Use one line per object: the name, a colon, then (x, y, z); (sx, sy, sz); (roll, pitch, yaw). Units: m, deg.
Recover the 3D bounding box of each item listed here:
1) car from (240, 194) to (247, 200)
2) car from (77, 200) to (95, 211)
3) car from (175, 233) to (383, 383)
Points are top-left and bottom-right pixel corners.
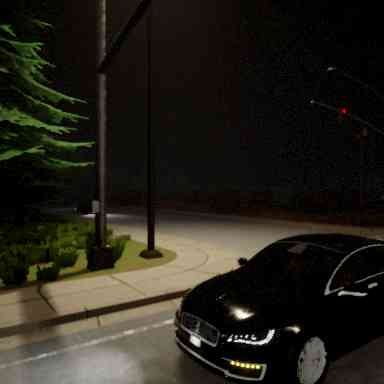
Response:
car: (11.241, 1.216, 79.982); (4.553, 1.767, 2.097); (0, 0, -32)
car: (-10.521, 1.564, 34.722); (1.994, 1.385, 4.181); (0, 0, -34)
car: (2.018, 1.492, 5.301); (4.892, 1.490, 1.837); (0, 0, -35)
